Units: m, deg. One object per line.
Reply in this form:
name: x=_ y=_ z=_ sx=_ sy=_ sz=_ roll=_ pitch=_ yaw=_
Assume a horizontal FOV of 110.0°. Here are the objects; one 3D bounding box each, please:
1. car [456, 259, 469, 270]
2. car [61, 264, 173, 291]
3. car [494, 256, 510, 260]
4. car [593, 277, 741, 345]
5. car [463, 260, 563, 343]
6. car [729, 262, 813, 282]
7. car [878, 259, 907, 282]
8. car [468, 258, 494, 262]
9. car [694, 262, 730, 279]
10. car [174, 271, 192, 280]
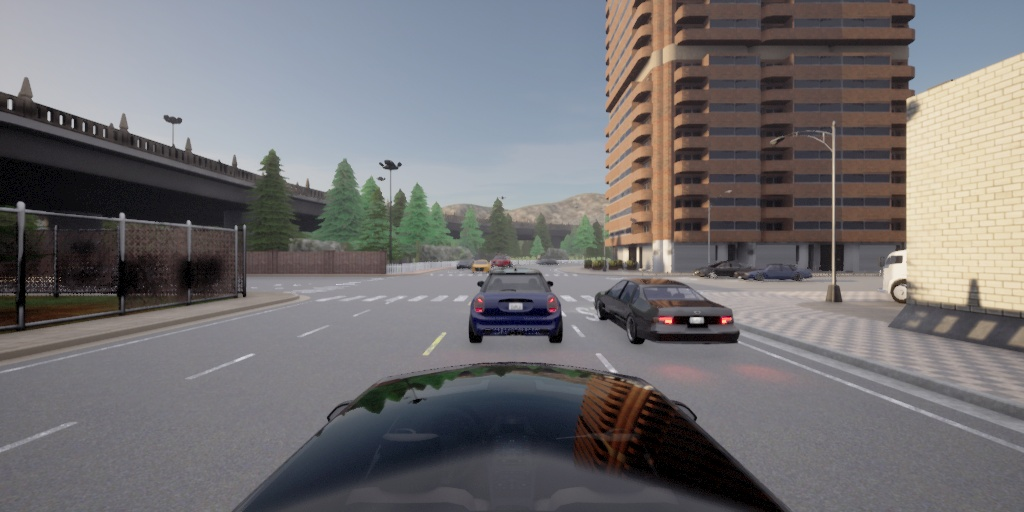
car: x=-6.518 y=1.240 z=50.674 sx=1.837 sy=1.490 sz=4.892 roll=0 pitch=0 yaw=6
car: x=-24.286 y=1.291 z=21.861 sx=4.902 sy=1.511 sz=2.128 roll=0 pitch=0 yaw=0
car: x=-1.852 y=0.955 z=57.696 sx=2.150 sy=2.045 sz=5.566 roll=0 pitch=0 yaw=19
car: x=3.591 y=1.295 z=9.466 sx=2.033 sy=1.411 sz=5.357 roll=0 pitch=0 yaw=0
car: x=0.090 y=1.100 z=9.801 sx=2.097 sy=1.767 sz=4.553 roll=0 pitch=0 yaw=0
car: x=21.071 y=1.345 z=28.966 sx=5.357 sy=1.411 sz=2.033 roll=0 pitch=0 yaw=0
car: x=36.316 y=1.274 z=32.406 sx=5.008 sy=1.535 sz=1.882 roll=0 pitch=0 yaw=0
car: x=-3.530 y=1.216 z=41.876 sx=1.882 sy=1.535 sz=5.008 roll=0 pitch=0 yaw=1
car: x=19.134 y=1.301 z=32.470 sx=4.892 sy=1.490 sz=1.837 roll=0 pitch=0 yaw=0
car: x=-25.391 y=1.304 z=25.362 sx=4.892 sy=1.490 sz=1.837 roll=0 pitch=0 yaw=0
